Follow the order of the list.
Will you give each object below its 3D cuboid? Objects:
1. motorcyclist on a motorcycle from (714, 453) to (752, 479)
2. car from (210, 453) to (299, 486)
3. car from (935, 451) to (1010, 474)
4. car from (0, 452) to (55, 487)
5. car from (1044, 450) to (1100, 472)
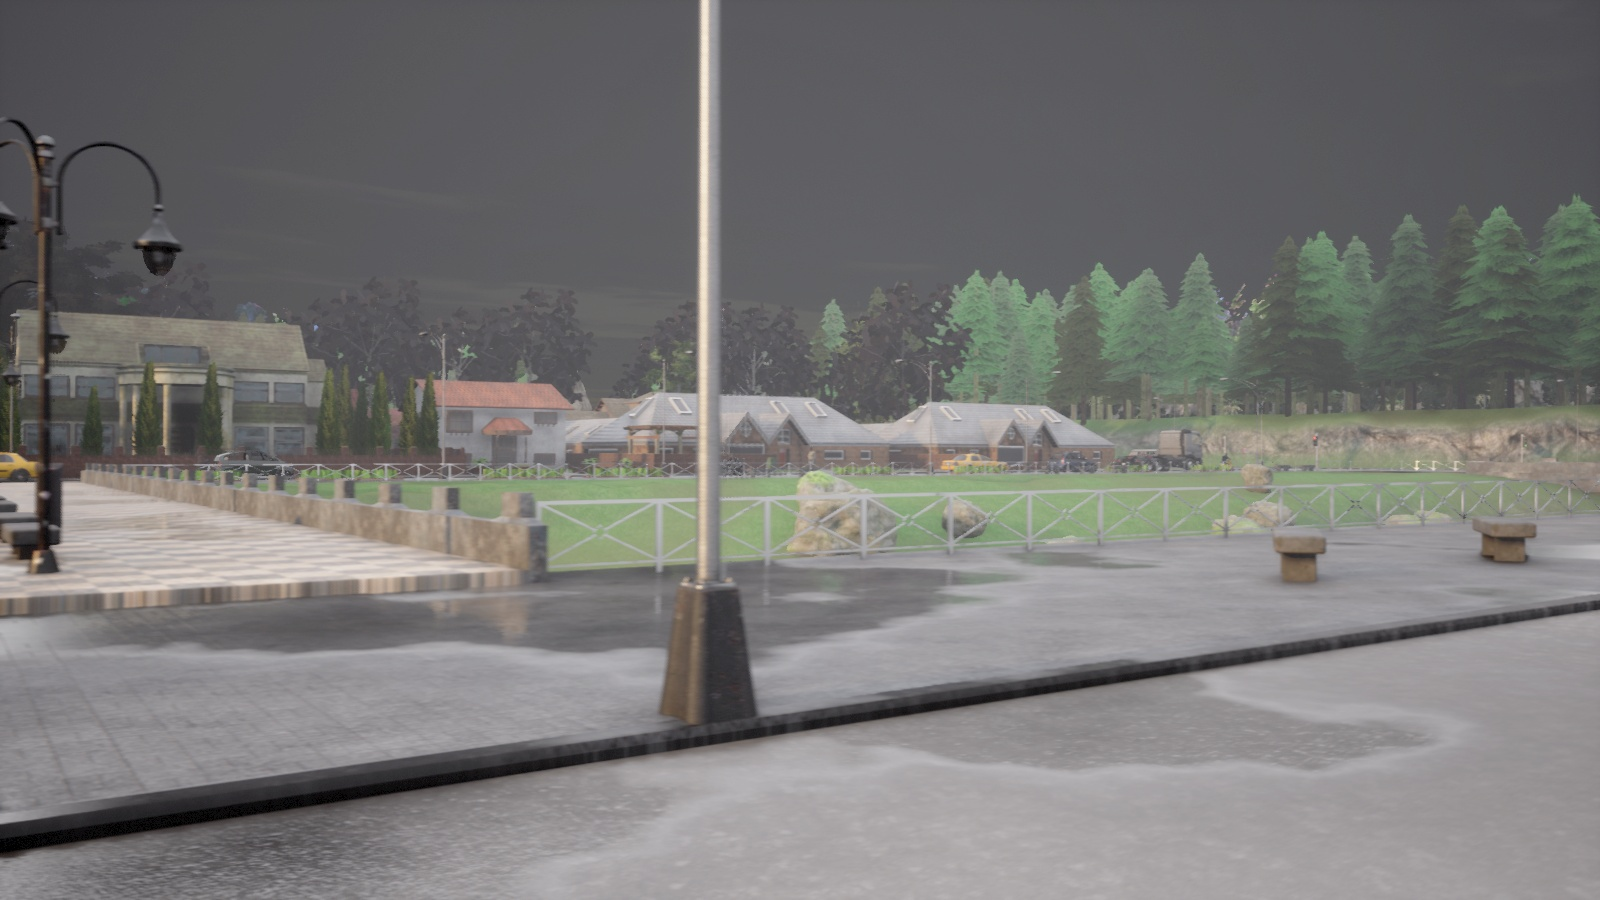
[{"bbox_3d":[-4.092,0.976,76.559,2.191,1.530,0.866,0,0,-35],"label":"motorcyclist on a motorcycle"},{"bbox_3d":[-26.485,0.929,60.980,3.705,1.549,1.789,0,0,-35],"label":"car"},{"bbox_3d":[12.095,0.874,87.822,5.366,1.575,1.801,0,0,-35],"label":"car"},{"bbox_3d":[-37.655,0.906,58.083,5.366,1.575,1.801,0,0,-35],"label":"car"},{"bbox_3d":[20.253,0.829,93.498,3.988,1.617,1.851,0,0,-35],"label":"car"}]
